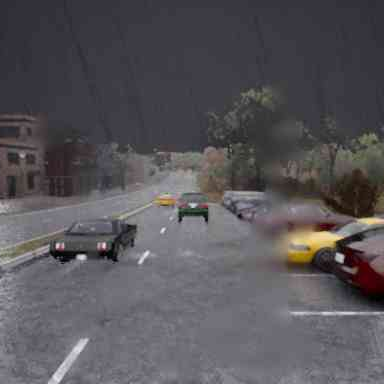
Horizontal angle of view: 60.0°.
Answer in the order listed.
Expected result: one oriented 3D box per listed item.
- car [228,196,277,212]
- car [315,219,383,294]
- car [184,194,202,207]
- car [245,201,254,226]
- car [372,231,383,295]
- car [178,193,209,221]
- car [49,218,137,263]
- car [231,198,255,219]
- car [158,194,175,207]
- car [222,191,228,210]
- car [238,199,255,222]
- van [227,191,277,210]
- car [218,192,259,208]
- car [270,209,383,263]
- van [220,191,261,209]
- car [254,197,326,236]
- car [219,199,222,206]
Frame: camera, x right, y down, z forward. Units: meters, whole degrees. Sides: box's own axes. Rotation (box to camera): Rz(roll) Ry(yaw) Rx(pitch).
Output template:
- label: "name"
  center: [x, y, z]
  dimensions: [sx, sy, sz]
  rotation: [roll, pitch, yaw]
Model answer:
- label: "car"
  center: [5.570, 1.322, 26.582]
  dimensions: [4.792, 1.488, 2.163]
  rotation: [0, 1, 0]
- label: "car"
  center: [5.568, 1.490, 7.293]
  dimensions: [4.792, 1.488, 2.163]
  rotation: [0, 0, 0]
- label: "car"
  center: [0.100, 1.018, 42.613]
  dimensions: [2.128, 1.511, 4.902]
  rotation: [0, 1, 0]
- label: "car"
  center: [5.537, 1.425, 18.318]
  dimensions: [4.674, 1.452, 2.002]
  rotation: [0, 1, 0]
- label: "car"
  center: [5.545, 1.470, 4.542]
  dimensions: [4.892, 1.521, 2.231]
  rotation: [0, 0, 0]
- label: "car"
  center: [0.089, 1.051, 25.169]
  dimensions: [2.150, 2.045, 5.566]
  rotation: [0, 1, 0]
- label: "car"
  center: [-3.154, 1.557, 11.715]
  dimensions: [1.895, 1.301, 4.718]
  rotation: [0, 0, 0]
- label: "car"
  center: [5.511, 1.358, 23.830]
  dimensions: [4.792, 1.488, 2.163]
  rotation: [0, 1, 0]
- label: "car"
  center: [-3.147, 1.034, 41.323]
  dimensions: [1.882, 1.535, 5.008]
  rotation: [0, 1, 0]
- label: "car"
  center: [5.509, 1.087, 32.216]
  dimensions: [4.553, 1.767, 2.185]
  rotation: [0, 1, 0]
- label: "car"
  center: [5.543, 1.398, 21.071]
  dimensions: [4.674, 1.452, 2.002]
  rotation: [0, 1, 0]
- label: "van"
  center: [5.657, 1.030, 29.331]
  dimensions: [4.442, 1.987, 1.878]
  rotation: [0, 1, 0]
- label: "car"
  center: [5.571, 0.934, 40.353]
  dimensions: [4.553, 1.767, 2.185]
  rotation: [0, 1, 0]
- label: "car"
  center: [5.354, 1.444, 10.053]
  dimensions: [5.366, 1.575, 1.946]
  rotation: [0, 0, 0]
- label: "van"
  center: [5.425, 0.892, 37.599]
  dimensions: [4.442, 1.987, 1.878]
  rotation: [0, 1, 0]
- label: "car"
  center: [5.509, 1.286, 15.555]
  dimensions: [4.553, 1.767, 2.185]
  rotation: [0, 1, 0]
- label: "car"
  center: [5.535, 1.169, 34.846]
  dimensions: [4.892, 1.521, 2.231]
  rotation: [0, 1, 0]
